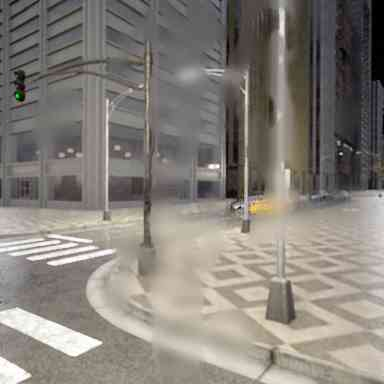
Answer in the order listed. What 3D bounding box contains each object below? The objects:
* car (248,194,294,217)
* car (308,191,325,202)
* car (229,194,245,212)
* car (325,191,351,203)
[{"bbox_3d":[6.206,0.979,25.218,1.882,1.535,5.008,0,1,35],"label":"car"},{"bbox_3d":[17.792,0.560,46.796,2.128,1.511,4.902,0,1,36],"label":"car"},{"bbox_3d":[5.008,0.941,29.069,1.837,1.490,4.892,0,1,36],"label":"car"},{"bbox_3d":[19.770,0.594,44.228,2.128,1.511,4.902,0,1,36],"label":"car"}]
